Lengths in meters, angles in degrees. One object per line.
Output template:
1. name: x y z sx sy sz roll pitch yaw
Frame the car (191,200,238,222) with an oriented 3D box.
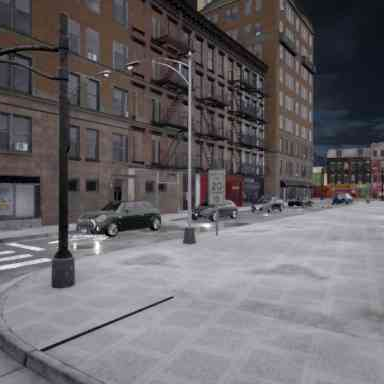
1. car: 1.706 1.303 24.781 1.837 1.490 4.892 0 1 36

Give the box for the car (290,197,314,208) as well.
1. car: 13.396 1.267 40.970 1.895 1.301 4.718 0 1 36

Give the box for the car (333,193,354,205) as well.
1. car: 22.092 0.960 48.522 2.097 1.767 4.553 0 0 36

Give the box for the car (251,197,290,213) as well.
1. car: 7.525 1.222 32.869 2.128 1.511 4.902 0 1 36

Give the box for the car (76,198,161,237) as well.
1. car: -3.699 1.217 17.308 2.097 1.767 4.553 0 1 37
